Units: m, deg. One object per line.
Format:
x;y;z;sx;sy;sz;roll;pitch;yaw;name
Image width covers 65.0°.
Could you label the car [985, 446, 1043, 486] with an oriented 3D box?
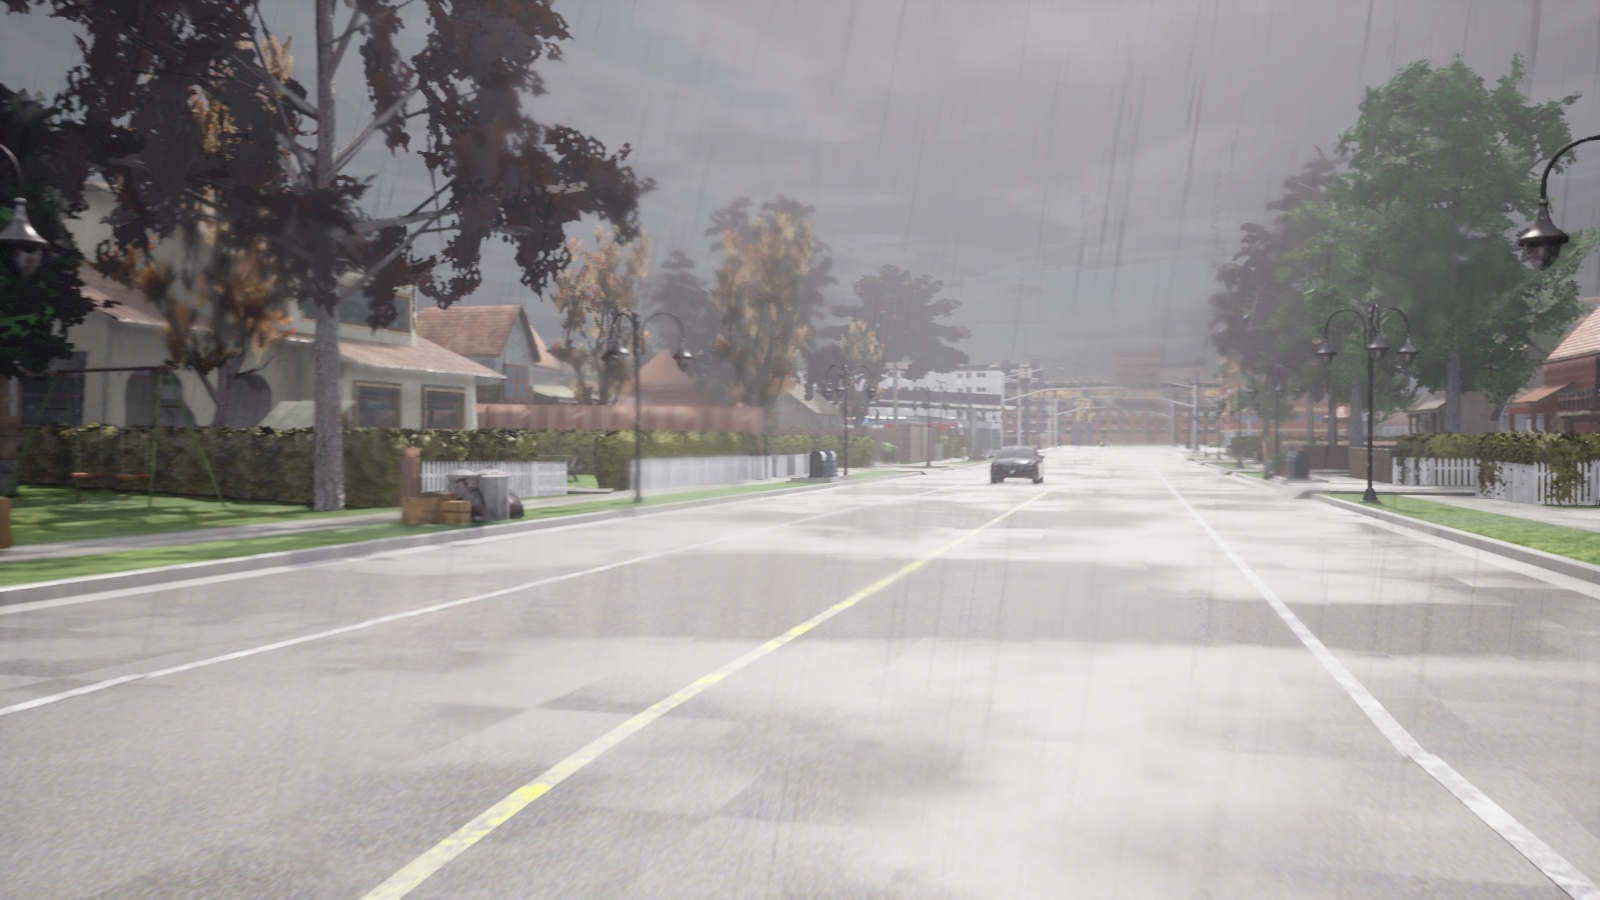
8.511;0.586;49.690;1.837;1.490;4.892;0;0;15;car
